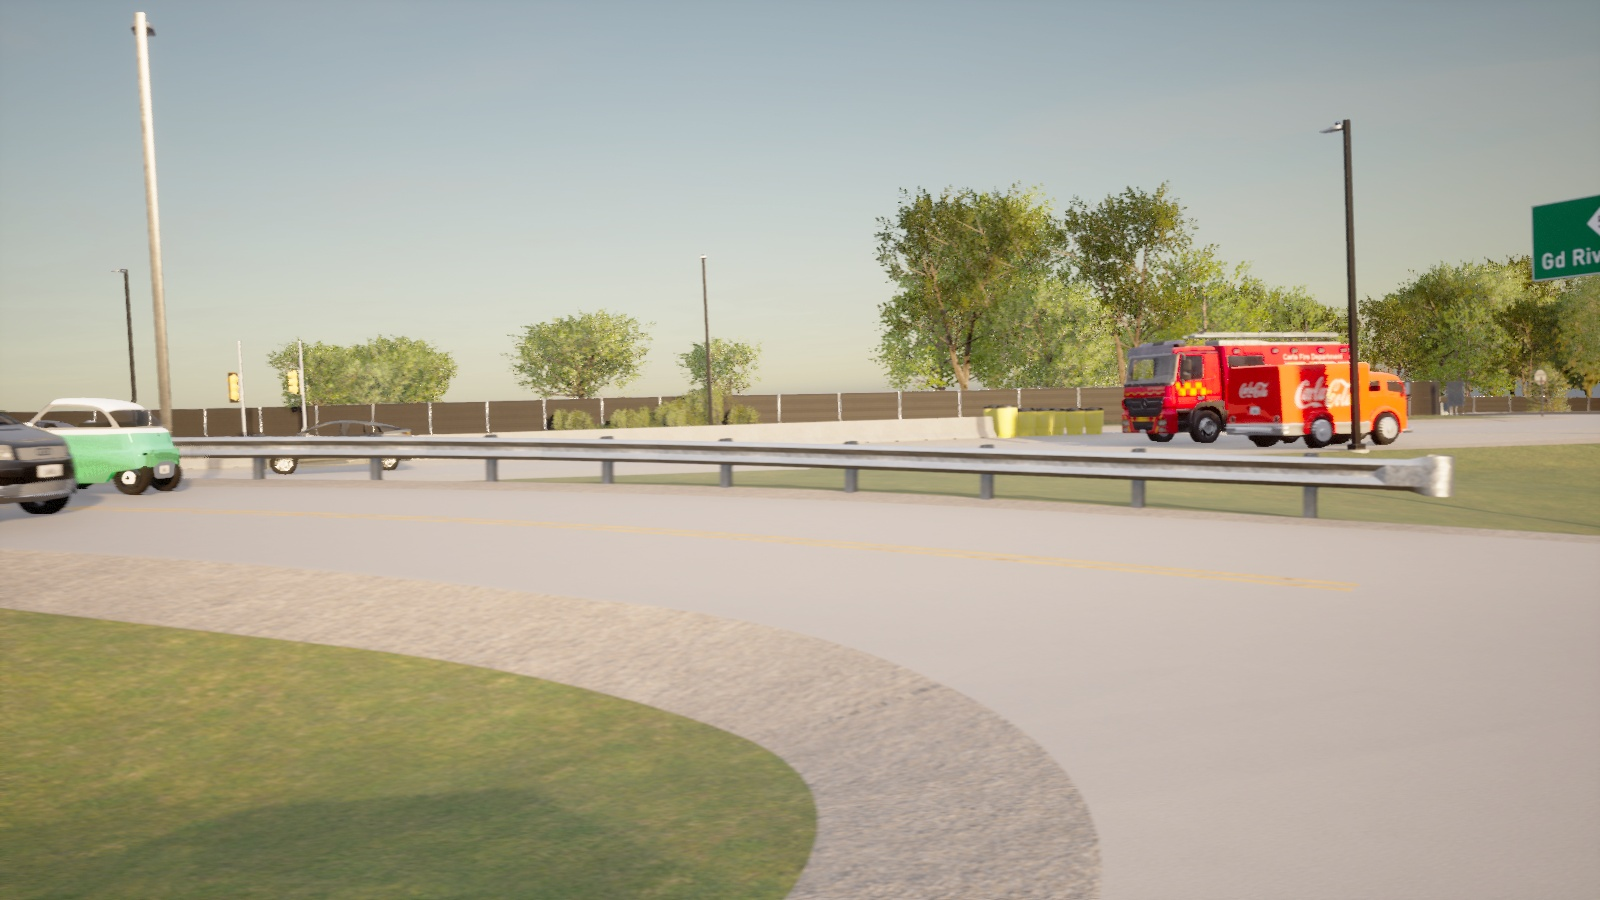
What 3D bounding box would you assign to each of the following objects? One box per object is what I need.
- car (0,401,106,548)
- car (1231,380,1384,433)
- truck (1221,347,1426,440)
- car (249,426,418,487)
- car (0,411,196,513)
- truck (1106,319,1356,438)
[{"bbox_3d":[-10.228,0.251,14.235,3.705,1.549,1.789,-1,2,3],"label":"car"},{"bbox_3d":[16.856,-1.430,41.756,4.514,1.525,2.007,-3,2,-21],"label":"car"},{"bbox_3d":[15.611,-1.680,37.515,5.204,2.467,2.627,-3,2,-21],"label":"truck"},{"bbox_3d":[-13.845,0.163,37.364,4.514,1.525,2.007,-3,2,-21],"label":"car"},{"bbox_3d":[-10.199,0.154,18.081,2.207,1.376,1.481,-1,2,6],"label":"car"},{"bbox_3d":[15.469,-2.572,44.959,8.468,3.827,2.891,-3,2,-21],"label":"truck"}]
